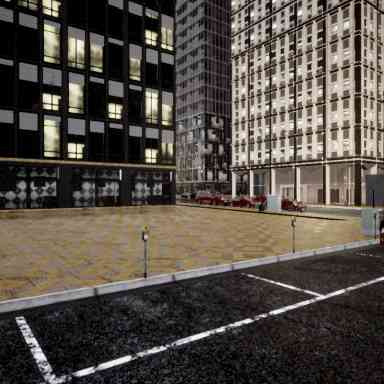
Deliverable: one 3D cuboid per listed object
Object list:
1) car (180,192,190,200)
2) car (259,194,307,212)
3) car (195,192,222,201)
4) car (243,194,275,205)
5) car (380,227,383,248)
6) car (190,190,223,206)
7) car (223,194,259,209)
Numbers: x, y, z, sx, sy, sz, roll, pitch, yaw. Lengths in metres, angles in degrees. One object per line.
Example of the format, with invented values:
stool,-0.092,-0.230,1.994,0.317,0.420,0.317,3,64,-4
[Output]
car,-0.511,0.647,59.516,1.947,1.339,4.313,1,0,-36
car,8.963,1.071,31.926,1.967,1.590,4.097,1,0,-36
car,2.641,0.710,55.122,1.752,1.417,4.829,1,0,-36
car,9.237,0.985,45.919,1.802,1.307,4.206,1,0,-36
car,9.155,1.441,13.094,4.097,1.590,1.967,0,0,-36
car,2.470,0.731,40.985,2.192,1.841,5.009,1,0,-36
car,5.711,1.105,36.456,1.802,1.307,4.206,1,0,-36
